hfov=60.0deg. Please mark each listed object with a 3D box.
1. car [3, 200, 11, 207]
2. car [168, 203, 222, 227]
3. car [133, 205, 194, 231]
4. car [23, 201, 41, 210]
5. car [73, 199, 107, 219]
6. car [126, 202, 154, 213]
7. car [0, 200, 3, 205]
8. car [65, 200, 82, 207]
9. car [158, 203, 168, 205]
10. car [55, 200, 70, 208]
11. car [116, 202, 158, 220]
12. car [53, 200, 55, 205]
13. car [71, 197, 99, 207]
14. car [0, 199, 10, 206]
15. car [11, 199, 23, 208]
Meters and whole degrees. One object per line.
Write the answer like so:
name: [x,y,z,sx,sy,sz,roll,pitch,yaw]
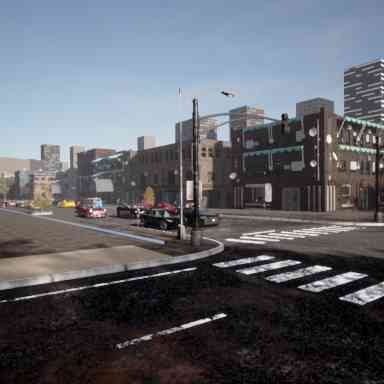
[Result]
car: [-40.102,2.379,74.031,1.967,1.590,4.097,-1,0,-37]
car: [0.263,1.783,24.397,1.994,1.385,4.181,-1,0,-38]
car: [-2.042,1.814,22.959,1.947,1.339,4.313,-2,0,-37]
car: [-26.735,2.232,56.167,1.752,1.417,4.829,-1,0,-37]
car: [-10.260,1.846,34.143,1.967,1.590,4.097,-2,0,-37]
car: [-6.863,1.966,43.597,1.802,1.307,4.206,-2,0,-37]
car: [-43.416,2.547,78.464,2.008,1.369,4.403,-1,0,-37]
car: [-23.443,2.227,65.757,1.887,1.381,4.507,-1,0,-37]
car: [-3.548,1.904,39.165,1.802,1.307,4.206,-2,0,-37]
car: [-22.966,2.141,60.810,1.882,1.535,5.008,-1,0,-37]
car: [-5.721,1.825,32.421,2.128,1.511,4.902,-1,0,-37]
car: [-30.075,2.363,74.622,1.947,1.339,4.313,-1,0,-37]
car: [-16.952,1.909,52.770,2.097,1.767,4.553,-1,0,-37]
car: [-46.731,2.597,82.895,1.887,1.381,4.507,-1,0,-37]
car: [-33.469,2.375,65.168,2.008,1.369,4.403,-1,0,-37]
